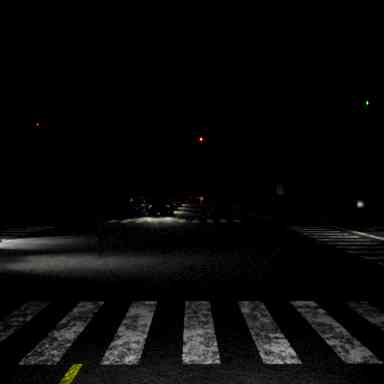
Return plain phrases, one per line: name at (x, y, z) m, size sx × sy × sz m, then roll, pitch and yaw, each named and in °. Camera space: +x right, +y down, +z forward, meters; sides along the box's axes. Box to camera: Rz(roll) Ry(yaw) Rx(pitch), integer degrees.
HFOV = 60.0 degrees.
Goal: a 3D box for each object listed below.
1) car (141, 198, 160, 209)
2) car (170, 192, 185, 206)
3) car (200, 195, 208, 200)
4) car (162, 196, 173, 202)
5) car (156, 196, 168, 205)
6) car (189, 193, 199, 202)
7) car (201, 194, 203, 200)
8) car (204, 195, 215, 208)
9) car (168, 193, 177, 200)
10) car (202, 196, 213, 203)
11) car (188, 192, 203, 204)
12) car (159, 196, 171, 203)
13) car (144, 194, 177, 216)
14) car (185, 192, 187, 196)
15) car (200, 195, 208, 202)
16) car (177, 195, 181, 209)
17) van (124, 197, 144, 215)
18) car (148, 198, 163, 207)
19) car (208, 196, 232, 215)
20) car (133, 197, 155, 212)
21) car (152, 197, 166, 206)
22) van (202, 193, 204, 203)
car at (-5.556, 1.569, 44.747) m, size 1.947 × 1.339 × 4.313 m, roll 0°, pitch 0°, yaw 0°
car at (-2.741, 1.225, 52.172) m, size 2.150 × 2.045 × 5.566 m, roll 0°, pitch 0°, yaw 1°
car at (3.280, 1.558, 90.047) m, size 1.947 × 1.339 × 4.313 m, roll 0°, pitch 0°, yaw 0°
car at (-5.362, 1.543, 73.088) m, size 1.887 × 1.381 × 4.507 m, roll 0°, pitch 0°, yaw 0°
car at (-5.441, 1.527, 61.582) m, size 1.752 × 1.417 × 4.829 m, roll 0°, pitch 0°, yaw 0°
car at (0.501, 1.186, 73.739) m, size 2.097 × 1.767 × 4.553 m, roll 0°, pitch 0°, yaw 0°
car at (3.087, 1.527, 61.870) m, size 1.752 × 1.417 × 4.829 m, roll 0°, pitch 0°, yaw 0°
car at (2.969, 1.443, 44.693) m, size 1.967 × 1.590 × 4.097 m, roll 0°, pitch 0°, yaw 0°
car at (-5.246, 1.307, 90.093) m, size 2.192 × 1.841 × 5.009 m, roll 0°, pitch 0°, yaw 0°
car at (3.124, 1.551, 67.370) m, size 2.008 × 1.369 × 4.403 m, roll 0°, pitch 0°, yaw 0°
car at (0.430, 1.223, 63.379) m, size 2.150 × 2.045 × 5.566 m, roll 0°, pitch 0°, yaw 0°
car at (-5.401, 1.566, 67.420) m, size 1.947 × 1.339 × 4.313 m, roll 0°, pitch 0°, yaw 0°
car at (-2.925, 1.354, 32.108) m, size 2.097 × 1.767 × 4.553 m, roll 0°, pitch 0°, yaw 2°
car at (-2.629, 1.354, 62.398) m, size 2.097 × 1.767 × 4.553 m, roll 0°, pitch 0°, yaw 1°
car at (2.890, 1.453, 79.541) m, size 1.801 × 1.575 × 5.366 m, roll 0°, pitch 0°, yaw 0°
car at (-2.815, 1.481, 42.045) m, size 1.882 × 1.535 × 5.008 m, roll 0°, pitch 0°, yaw 1°
van at (-5.635, 1.343, 33.411) m, size 1.690 × 1.788 × 3.998 m, roll 0°, pitch 0°, yaw 0°
car at (-5.518, 1.585, 50.416) m, size 1.802 × 1.307 × 4.206 m, roll 0°, pitch 0°, yaw 0°
car at (2.891, 1.442, 33.355) m, size 1.967 × 1.590 × 4.097 m, roll 0°, pitch 0°, yaw 0°
car at (-5.596, 1.443, 39.079) m, size 1.967 × 1.590 × 4.097 m, roll 0°, pitch 0°, yaw 0°
car at (-5.479, 1.569, 56.084) m, size 1.947 × 1.339 × 4.313 m, roll 0°, pitch 0°, yaw 0°
van at (3.046, 1.344, 56.031) m, size 1.690 × 1.788 × 3.998 m, roll 0°, pitch 0°, yaw 0°
